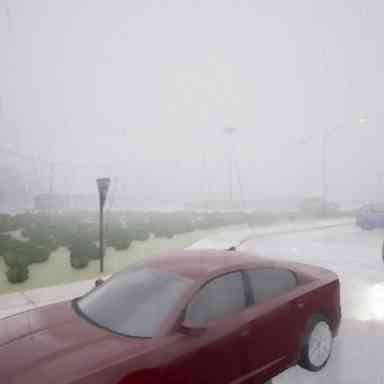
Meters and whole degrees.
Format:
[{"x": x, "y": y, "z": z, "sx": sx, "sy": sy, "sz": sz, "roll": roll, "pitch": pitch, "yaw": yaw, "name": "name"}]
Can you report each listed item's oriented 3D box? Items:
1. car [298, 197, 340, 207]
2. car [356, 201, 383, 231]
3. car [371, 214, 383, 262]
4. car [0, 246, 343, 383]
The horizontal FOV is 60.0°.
[{"x": 14.665, "y": 1.489, "z": 38.670, "sx": 1.932, "sy": 1.855, "sz": 4.605, "roll": 0, "pitch": -1, "yaw": -39, "name": "car"}, {"x": 12.206, "y": 1.543, "z": 19.536, "sx": 2.242, "sy": 1.667, "sz": 4.611, "roll": 0, "pitch": -1, "yaw": -39, "name": "car"}, {"x": 7.834, "y": 1.506, "z": 10.579, "sx": 5.008, "sy": 1.535, "sz": 1.882, "roll": 0, "pitch": 0, "yaw": -39, "name": "car"}, {"x": -0.073, "y": 1.509, "z": 4.022, "sx": 5.008, "sy": 1.535, "sz": 1.882, "roll": 0, "pitch": -1, "yaw": -40, "name": "car"}]
